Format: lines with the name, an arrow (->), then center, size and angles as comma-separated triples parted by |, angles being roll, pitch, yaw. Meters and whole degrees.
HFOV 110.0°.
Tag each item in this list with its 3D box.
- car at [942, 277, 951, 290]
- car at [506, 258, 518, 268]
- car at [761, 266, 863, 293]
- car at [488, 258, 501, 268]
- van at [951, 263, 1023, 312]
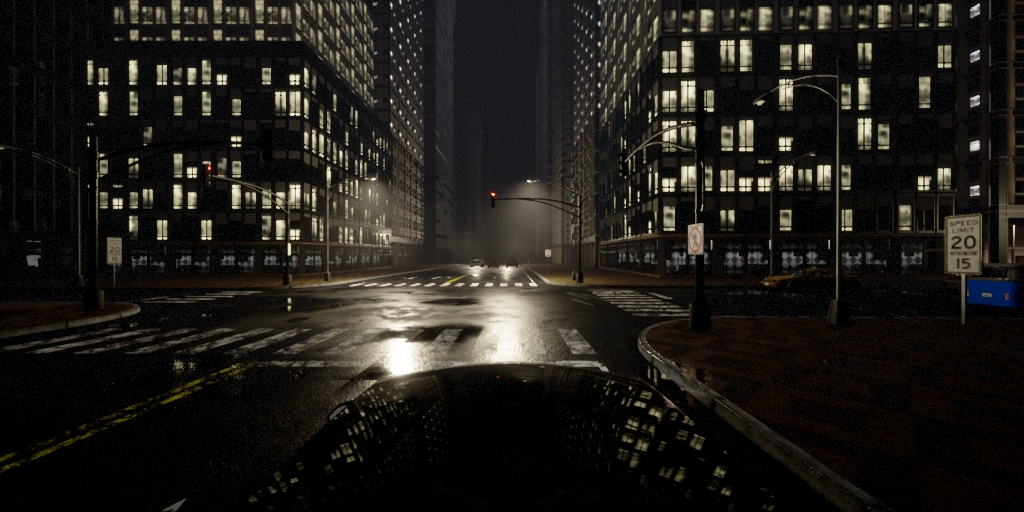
car -> 26.923, 1.356, 20.089 | 4.207, 1.307, 1.802 | 0, 0, 2
car -> 0.005, 1.212, 63.546 | 2.097, 1.767, 4.553 | 0, 0, 0
car -> 17.089, 1.293, 20.574 | 4.829, 1.417, 1.751 | 0, 0, 2
car -> -3.245, 1.460, 63.190 | 1.895, 1.301, 4.718 | 0, 0, 0
van -> 18.359, 1.119, 12.402 | 3.998, 1.789, 1.690 | 0, 0, 2
